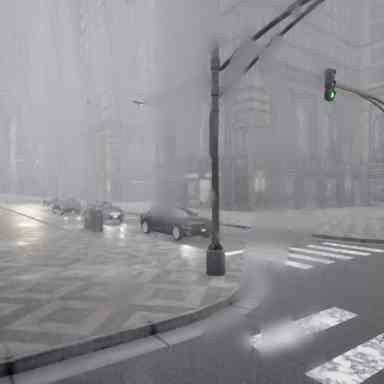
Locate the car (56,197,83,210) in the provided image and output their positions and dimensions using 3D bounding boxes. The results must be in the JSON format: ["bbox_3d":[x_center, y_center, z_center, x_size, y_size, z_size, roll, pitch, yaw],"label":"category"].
[{"bbox_3d":[-16.367,1.489,44.280,2.033,1.411,5.357,0,0,-35],"label":"car"}]

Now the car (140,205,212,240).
[{"bbox_3d":[-0.924,1.470,17.187,1.882,1.535,5.008,0,0,-36],"label":"car"}]

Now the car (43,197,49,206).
[{"bbox_3d":[-22.005,1.446,52.096,1.812,1.442,4.674,0,0,-35],"label":"car"}]

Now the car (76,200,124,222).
[{"bbox_3d":[-6.836,1.480,25.476,2.128,1.511,4.902,0,0,-35],"label":"car"}]

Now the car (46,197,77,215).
[{"bbox_3d":[-12.981,1.518,34.109,2.033,1.411,5.357,0,0,-35],"label":"car"}]
